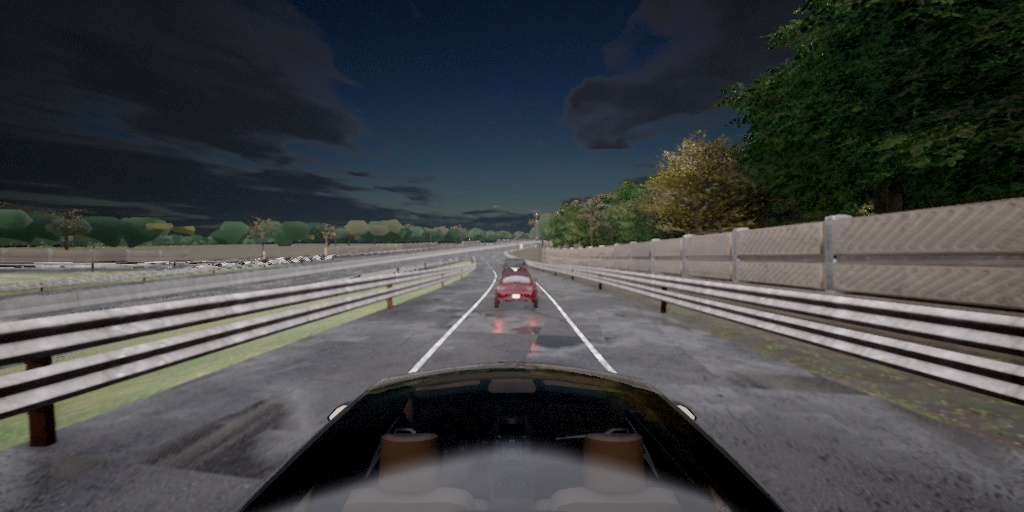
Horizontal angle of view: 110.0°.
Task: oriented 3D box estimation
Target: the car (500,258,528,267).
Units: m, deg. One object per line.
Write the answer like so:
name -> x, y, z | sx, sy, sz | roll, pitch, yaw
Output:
car -> 0.197, 1.223, 30.860 | 2.150, 2.045, 5.566 | 0, 0, -1

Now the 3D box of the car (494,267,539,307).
car -> 0.203, 1.405, 16.135 | 1.812, 1.442, 4.674 | 0, 0, 1
